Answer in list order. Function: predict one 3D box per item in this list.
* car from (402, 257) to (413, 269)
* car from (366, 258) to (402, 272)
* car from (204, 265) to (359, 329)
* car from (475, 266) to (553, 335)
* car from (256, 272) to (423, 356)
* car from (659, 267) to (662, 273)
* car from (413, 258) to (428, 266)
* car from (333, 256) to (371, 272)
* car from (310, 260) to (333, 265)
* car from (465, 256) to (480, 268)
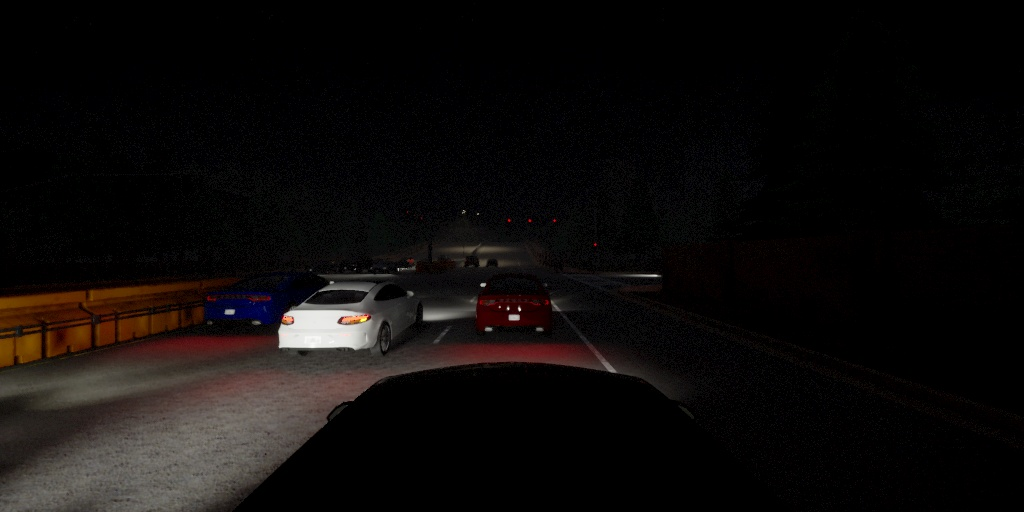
[{"bbox_3d":[-17.705,1.313,58.064,1.994,1.385,4.181,0,0,0],"label":"car"},{"bbox_3d":[-14.182,1.276,39.959,1.812,1.442,4.674,0,0,0],"label":"car"},{"bbox_3d":[-6.942,1.228,11.306,1.882,1.535,5.008,0,0,0],"label":"car"},{"bbox_3d":[0.056,1.228,10.499,1.882,1.535,5.008,0,0,0],"label":"car"},{"bbox_3d":[-3.449,1.276,8.468,1.812,1.442,4.674,0,0,-1],"label":"car"},{"bbox_3d":[17.273,1.314,36.498,4.181,1.385,1.994,0,0,0],"label":"car"},{"bbox_3d":[-14.209,1.276,58.373,1.812,1.442,4.674,0,0,0],"label":"car"},{"bbox_3d":[-17.679,0.971,40.810,2.150,2.045,5.566,0,0,0],"label":"car"},{"bbox_3d":[-21.181,1.241,40.181,2.128,1.511,4.902,0,0,0],"label":"car"},{"bbox_3d":[-7.049,0.971,63.718,2.150,2.045,5.566,0,0,0],"label":"car"}]
